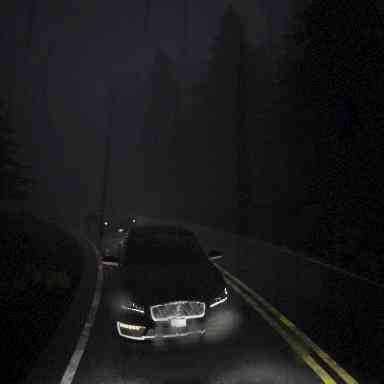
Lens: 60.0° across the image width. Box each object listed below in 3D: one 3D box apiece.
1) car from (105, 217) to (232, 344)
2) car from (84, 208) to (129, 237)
[{"bbox_3d":[-0.646,1.495,6.811,1.837,1.490,4.892,-1,0,-11],"label":"car"},{"bbox_3d":[-4.634,1.612,18.544,1.895,1.301,4.718,-3,1,-29],"label":"car"}]
